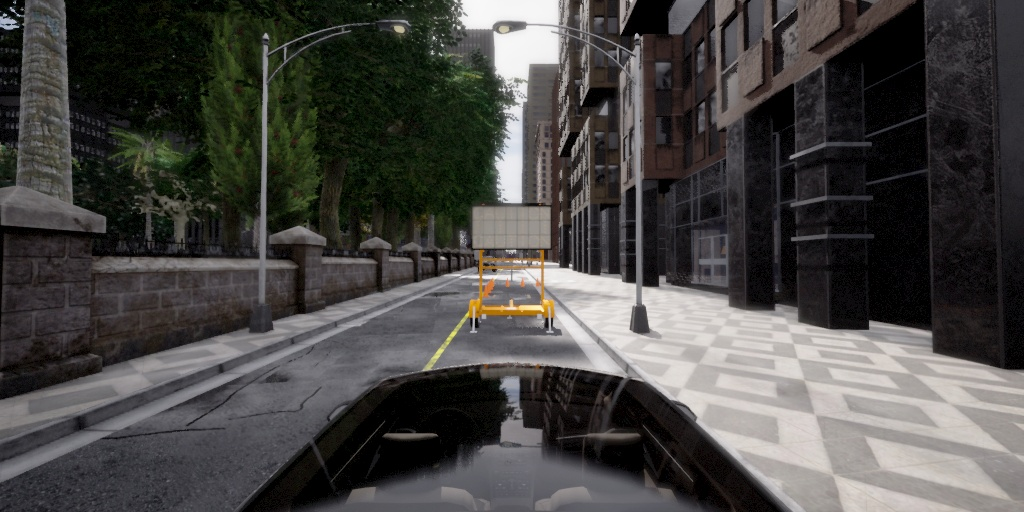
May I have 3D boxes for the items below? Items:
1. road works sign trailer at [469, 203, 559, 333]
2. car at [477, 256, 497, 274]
[{"bbox_3d":[-0.009,0.221,10.757,2.380,3.560,2.880,0,0,0],"label":"road works sign trailer"},{"bbox_3d":[-3.052,1.043,44.018,2.150,2.045,5.566,0,0,0],"label":"car"}]
